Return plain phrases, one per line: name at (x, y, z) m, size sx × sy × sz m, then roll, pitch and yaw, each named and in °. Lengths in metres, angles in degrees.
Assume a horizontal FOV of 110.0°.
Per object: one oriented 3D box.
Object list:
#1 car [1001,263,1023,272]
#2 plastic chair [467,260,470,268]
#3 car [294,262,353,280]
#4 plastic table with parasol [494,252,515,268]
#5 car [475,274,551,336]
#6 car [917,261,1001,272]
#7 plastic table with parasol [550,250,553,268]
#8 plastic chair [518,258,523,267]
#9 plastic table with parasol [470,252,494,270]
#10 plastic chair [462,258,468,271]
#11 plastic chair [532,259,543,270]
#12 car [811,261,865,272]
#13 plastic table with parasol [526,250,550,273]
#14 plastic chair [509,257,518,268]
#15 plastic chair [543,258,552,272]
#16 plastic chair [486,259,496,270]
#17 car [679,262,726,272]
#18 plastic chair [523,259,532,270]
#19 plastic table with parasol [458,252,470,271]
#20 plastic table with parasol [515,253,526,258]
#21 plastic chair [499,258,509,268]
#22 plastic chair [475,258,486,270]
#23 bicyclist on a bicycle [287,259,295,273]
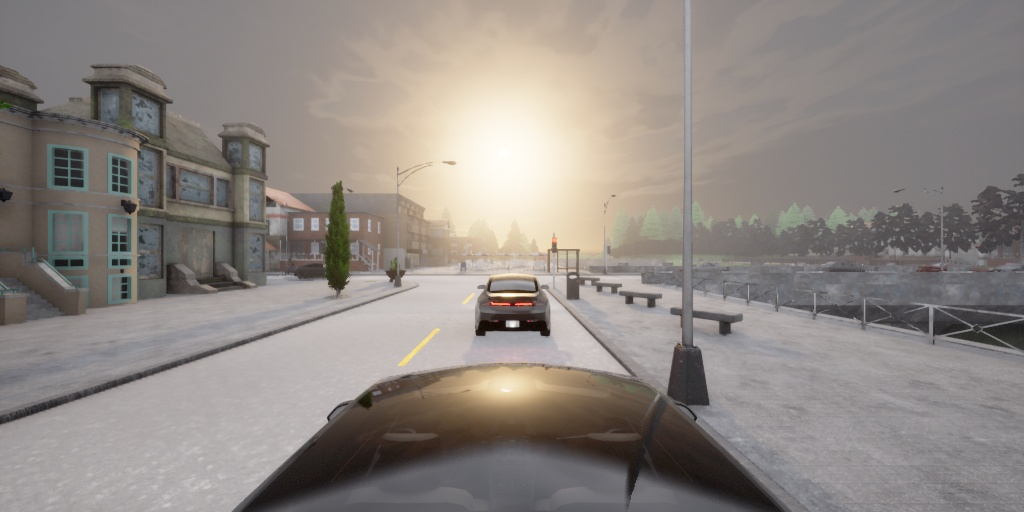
car at (49.013, 1.352, 34.851) m, size 4.181 × 1.385 × 1.994 m, roll 0°, pitch 0°, yaw 0°
plastic chair at (-5.557, 1.279, 50.844) m, size 0.730 × 1.272 × 0.750 m, roll 0°, pitch 0°, yaw 0°
car at (-16.154, 1.276, 30.759) m, size 4.674 × 1.442 × 1.812 m, roll 0°, pitch 0°, yaw 0°
plastic table with parasol at (-1.206, 0.675, 57.744) m, size 2.482 × 2.480 × 2.482 m, roll 0°, pitch 0°, yaw 0°
car at (0.035, 1.255, 10.345) m, size 1.837 × 1.490 × 4.892 m, roll 0°, pitch 0°, yaw 1°
car at (37.943, 1.227, 30.750) m, size 5.008 × 1.535 × 1.882 m, roll 0°, pitch 0°, yaw 0°
plastic table with parasol at (4.994, 0.675, 58.644) m, size 2.482 × 2.480 × 2.482 m, roll 0°, pitch 0°, yaw 0°
plastic chair at (1.047, 1.279, 64.176) m, size 0.750 × 1.272 × 0.730 m, roll 0°, pitch 0°, yaw -1°
plastic table with parasol at (-4.237, 0.675, 50.764) m, size 2.482 × 2.480 × 2.482 m, roll 0°, pitch 0°, yaw 0°
plastic chair at (-7.053, 1.279, 56.176) m, size 0.750 × 1.272 × 0.730 m, roll 0°, pitch 0°, yaw -1°
plastic chair at (3.443, 1.279, 48.744) m, size 0.750 × 1.272 × 0.730 m, roll 0°, pitch 0°, yaw 0°
car at (31.372, 1.254, 34.944) m, size 4.892 × 1.490 × 1.837 m, roll 0°, pitch 0°, yaw 0°
plastic table with parasol at (3.583, 0.675, 50.014) m, size 2.482 × 2.480 × 2.482 m, roll 0°, pitch 0°, yaw 0°
plastic chair at (0.144, 1.279, 57.644) m, size 0.730 × 1.272 × 0.750 m, roll 0°, pitch 0°, yaw 0°
plastic chair at (4.843, 1.279, 49.844) m, size 0.730 × 1.272 × 0.750 m, roll 0°, pitch 0°, yaw 0°
plastic chair at (-2.957, 1.279, 50.644) m, size 0.730 × 1.272 × 0.750 m, roll 0°, pitch 0°, yaw 0°
car at (18.647, 1.314, 34.947) m, size 4.181 × 1.385 × 1.994 m, roll 0°, pitch 0°, yaw 0°
plastic chair at (2.243, 1.279, 50.044) m, size 0.730 × 1.272 × 0.750 m, roll 0°, pitch 0°, yaw 0°
plastic table with parasol at (-7.126, 0.675, 57.355) m, size 2.482 × 2.480 × 2.482 m, roll 0°, pitch 0°, yaw 0°
plastic table with parasol at (1.164, 0.675, 65.354) m, size 2.482 × 2.480 × 2.482 m, roll 0°, pitch 0°, yaw 0°
plastic chair at (-1.256, 1.279, 56.544) m, size 0.750 × 1.272 × 0.730 m, roll 0°, pitch 0°, yaw 0°
plastic chair at (-4.357, 1.279, 49.544) m, size 0.750 × 1.272 × 0.730 m, roll 0°, pitch 0°, yaw 0°
bicyclist on a bicycle at (-24.188, 1.099, 39.139) m, size 0.582 × 1.620 × 1.656 m, roll 0°, pitch 0°, yaw 0°
